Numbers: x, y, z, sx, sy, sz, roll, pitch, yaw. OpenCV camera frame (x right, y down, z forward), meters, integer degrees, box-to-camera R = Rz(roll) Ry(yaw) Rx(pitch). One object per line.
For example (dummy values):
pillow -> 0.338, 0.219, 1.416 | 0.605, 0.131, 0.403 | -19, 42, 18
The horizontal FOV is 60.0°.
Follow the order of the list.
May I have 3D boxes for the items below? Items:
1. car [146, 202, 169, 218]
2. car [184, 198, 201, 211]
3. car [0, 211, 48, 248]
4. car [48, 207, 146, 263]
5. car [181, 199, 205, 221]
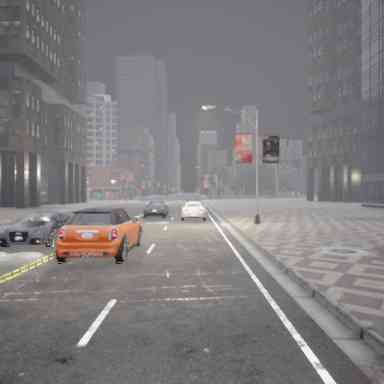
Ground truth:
car -> -3.137, 1.535, 29.756 | 1.994, 1.385, 4.181 | 0, 0, 0
car -> 0.119, 1.522, 41.213 | 1.994, 1.385, 4.181 | 0, 0, 0
car -> -6.534, 1.552, 14.572 | 1.994, 1.385, 4.181 | 0, 0, 1
car -> -3.146, 1.342, 12.119 | 2.097, 1.767, 4.553 | 0, 0, 0
car -> 0.115, 1.500, 26.989 | 1.812, 1.442, 4.674 | 0, 0, 0
